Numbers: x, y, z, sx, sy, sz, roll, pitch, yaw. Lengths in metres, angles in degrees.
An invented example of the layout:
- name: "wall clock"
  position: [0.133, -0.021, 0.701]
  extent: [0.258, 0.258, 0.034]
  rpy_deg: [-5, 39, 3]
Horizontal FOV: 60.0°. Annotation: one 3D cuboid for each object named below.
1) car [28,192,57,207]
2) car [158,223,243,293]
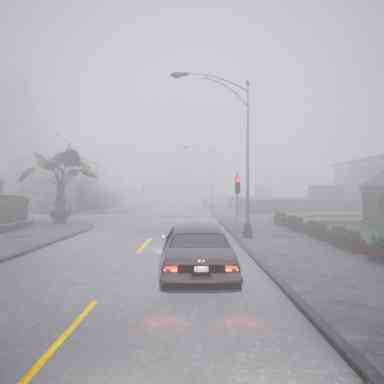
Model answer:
- name: "car"
  position: [-19.758, 0.985, 43.904]
  extent: [1.905, 1.878, 3.866]
  rpy_deg: [0, 0, 35]
- name: "car"
  position: [0.114, 1.547, 8.989]
  extent: [2.033, 1.411, 5.357]
  rpy_deg: [0, 0, -2]
